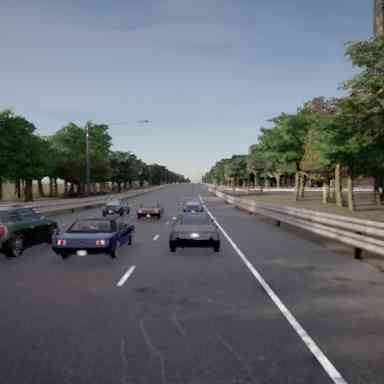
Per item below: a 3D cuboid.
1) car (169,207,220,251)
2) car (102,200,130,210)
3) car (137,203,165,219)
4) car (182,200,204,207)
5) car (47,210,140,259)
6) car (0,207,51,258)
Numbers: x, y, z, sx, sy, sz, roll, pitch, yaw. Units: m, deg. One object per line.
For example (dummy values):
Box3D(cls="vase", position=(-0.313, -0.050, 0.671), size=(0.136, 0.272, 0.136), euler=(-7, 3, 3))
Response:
Box3D(cls="car", position=(0.100, 1.546, 14.127), size=(1.994, 1.385, 4.181), euler=(0, 0, 0))
Box3D(cls="car", position=(-6.897, 1.458, 30.478), size=(1.812, 1.442, 4.674), euler=(0, 0, 0))
Box3D(cls="car", position=(-3.397, 1.544, 28.108), size=(1.895, 1.301, 4.718), euler=(0, 0, 0))
Box3D(cls="car", position=(0.102, 1.458, 30.396), size=(1.812, 1.442, 4.674), euler=(0, 0, 0))
Box3D(cls="car", position=(-3.399, 1.586, 12.498), size=(1.895, 1.301, 4.718), euler=(0, 0, 0))
Box3D(cls="car", position=(-6.900, 1.336, 12.806), size=(2.097, 1.767, 4.553), euler=(0, 0, 0))
